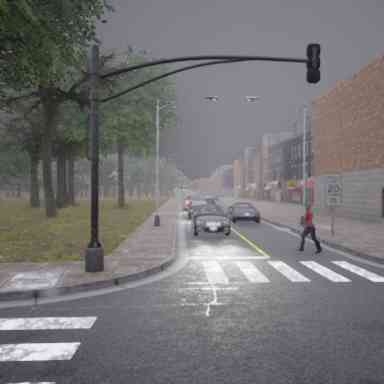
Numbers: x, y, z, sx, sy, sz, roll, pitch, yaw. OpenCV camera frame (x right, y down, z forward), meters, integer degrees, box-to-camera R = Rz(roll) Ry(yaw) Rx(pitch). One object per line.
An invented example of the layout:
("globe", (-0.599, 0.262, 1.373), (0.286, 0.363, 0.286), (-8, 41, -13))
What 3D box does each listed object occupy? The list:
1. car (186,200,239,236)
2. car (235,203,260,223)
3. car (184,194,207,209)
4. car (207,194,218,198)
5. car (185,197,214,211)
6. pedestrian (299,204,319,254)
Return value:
("car", (0.923, 1.431, 18.130), (2.128, 1.511, 4.902), (0, 1, -2))
("car", (3.626, 1.458, 24.325), (1.994, 1.385, 4.181), (0, 1, -2))
("car", (0.220, 1.132, 37.136), (2.097, 1.767, 4.553), (0, 0, -2))
("car", (2.546, 1.239, 53.443), (1.812, 1.442, 4.674), (0, 0, -2))
("car", (0.580, 1.380, 27.289), (1.812, 1.442, 4.674), (0, 0, -2))
("pedestrian", (4.250, 1.310, 12.107), (0.375, 1.860, 0.375), (1, 0, -2))
